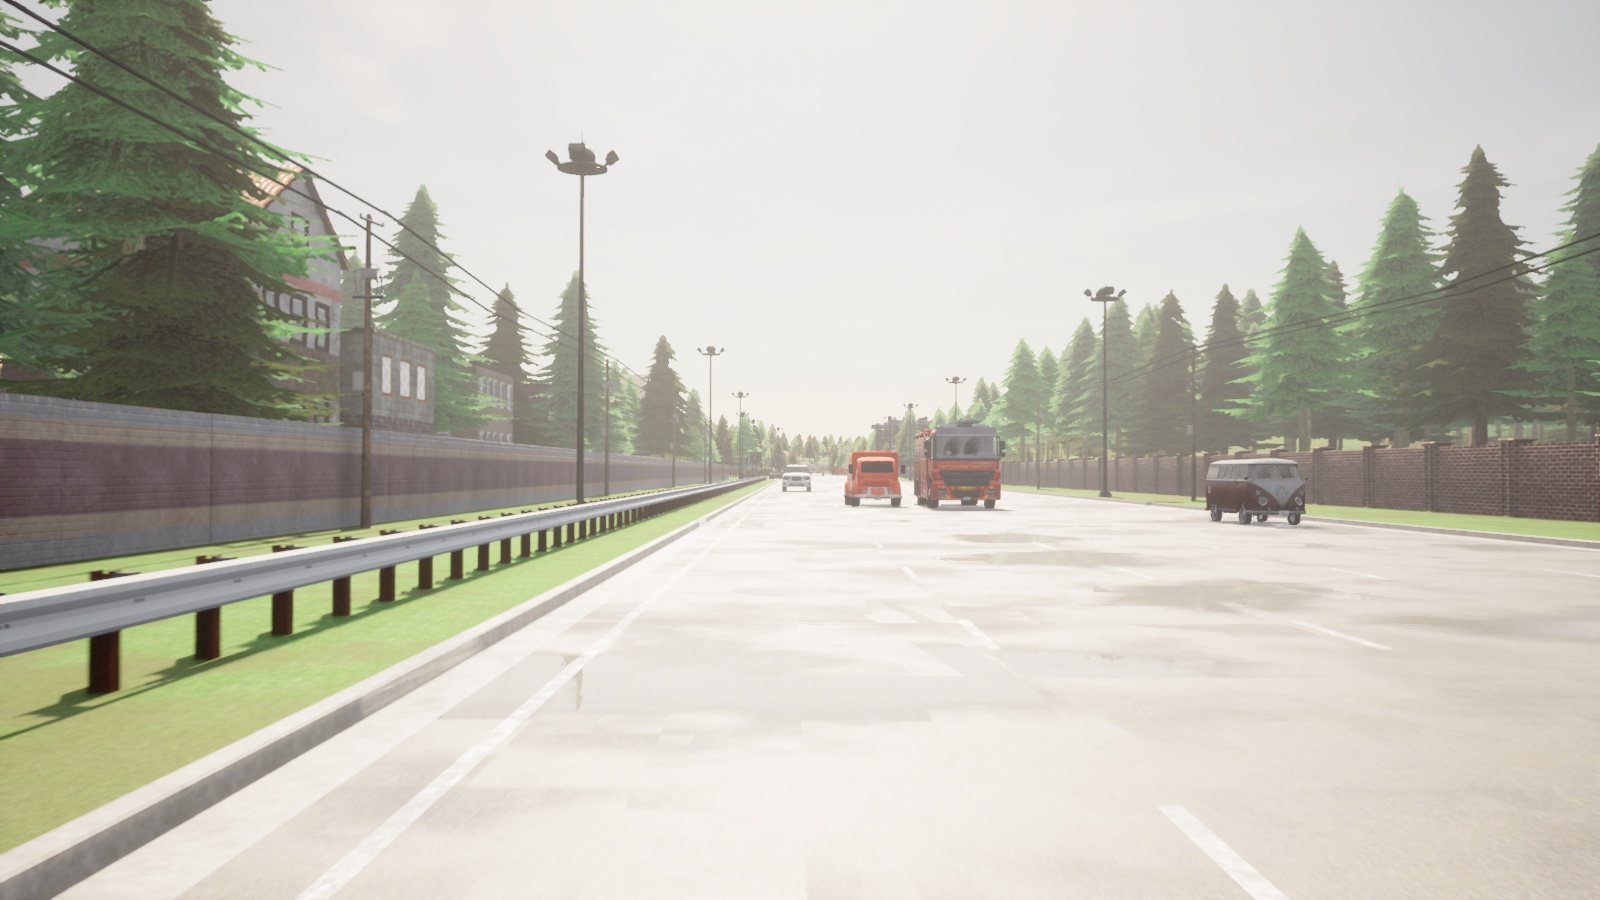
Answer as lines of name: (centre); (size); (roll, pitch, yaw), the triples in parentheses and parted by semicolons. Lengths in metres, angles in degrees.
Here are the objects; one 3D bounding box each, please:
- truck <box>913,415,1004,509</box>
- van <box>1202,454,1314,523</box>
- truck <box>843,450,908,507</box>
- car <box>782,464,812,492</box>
truck: (6.862, 0.552, 55.541); (2.891, 3.827, 8.468); (0, -1, 0)
van: (13.907, 1.155, 38.420); (1.775, 1.987, 4.442); (0, -1, 0)
truck: (3.361, 1.268, 56.952); (2.627, 2.467, 5.204); (0, -1, 0)
car: (-0.230, 2.135, 95.587); (2.150, 2.045, 5.566); (0, -1, 0)
